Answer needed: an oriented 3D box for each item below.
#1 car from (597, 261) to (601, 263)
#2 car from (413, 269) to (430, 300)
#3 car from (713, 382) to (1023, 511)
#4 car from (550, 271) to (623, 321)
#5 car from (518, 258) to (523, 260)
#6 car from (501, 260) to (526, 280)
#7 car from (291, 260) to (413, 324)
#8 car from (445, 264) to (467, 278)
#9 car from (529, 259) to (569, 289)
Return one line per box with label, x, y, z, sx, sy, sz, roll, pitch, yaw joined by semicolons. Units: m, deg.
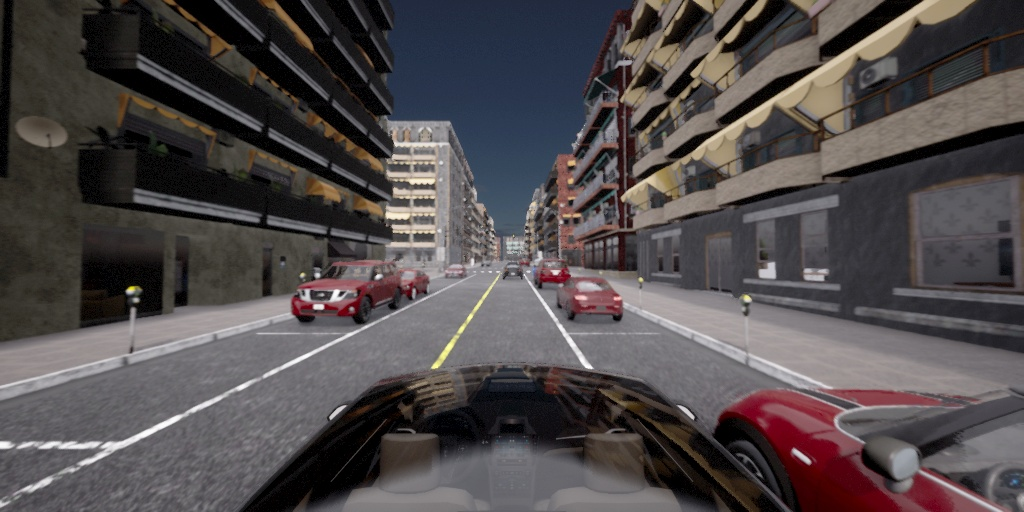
car;13.739;1.318;52.305;4.403;1.370;2.007;0;0;0
car;-5.316;1.325;17.877;1.888;1.381;4.507;0;0;0
car;2.534;1.189;1.230;1.967;1.591;4.097;0;0;0
car;2.533;1.349;12.292;1.802;1.307;4.207;0;0;0
car;0.085;1.410;48.949;1.994;1.385;4.181;-1;0;0
car;0.097;1.348;32.751;1.812;1.442;4.674;0;0;0
car;-5.315;1.082;12.346;2.192;1.841;5.009;0;0;0
car;-5.318;1.410;34.470;1.802;1.307;4.207;0;0;0
car;2.531;1.109;23.354;2.192;1.841;5.009;0;0;0
